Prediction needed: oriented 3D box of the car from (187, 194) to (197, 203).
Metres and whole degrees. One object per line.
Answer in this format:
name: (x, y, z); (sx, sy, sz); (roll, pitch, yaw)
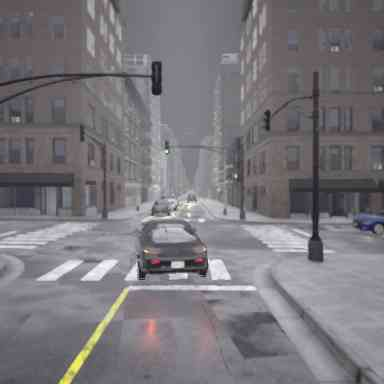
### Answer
car: (-0.014, 1.413, 75.019); (2.150, 2.045, 5.566); (0, 0, 0)

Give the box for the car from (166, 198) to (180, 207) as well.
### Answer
car: (-3.073, 1.680, 54.731); (2.033, 1.411, 5.357); (0, 0, 0)

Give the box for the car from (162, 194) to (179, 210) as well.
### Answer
car: (-3.103, 1.325, 44.153); (2.150, 2.045, 5.566); (0, 0, 0)

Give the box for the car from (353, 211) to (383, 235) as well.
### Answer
car: (12.354, 1.735, 20.068); (5.008, 1.535, 1.882); (1, 0, 0)

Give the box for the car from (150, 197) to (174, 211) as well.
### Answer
car: (-3.118, 1.581, 34.098); (1.837, 1.490, 4.892); (0, 0, -2)

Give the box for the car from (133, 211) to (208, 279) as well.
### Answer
car: (-0.760, 1.540, 10.068); (1.812, 1.442, 4.674); (0, 0, -11)
